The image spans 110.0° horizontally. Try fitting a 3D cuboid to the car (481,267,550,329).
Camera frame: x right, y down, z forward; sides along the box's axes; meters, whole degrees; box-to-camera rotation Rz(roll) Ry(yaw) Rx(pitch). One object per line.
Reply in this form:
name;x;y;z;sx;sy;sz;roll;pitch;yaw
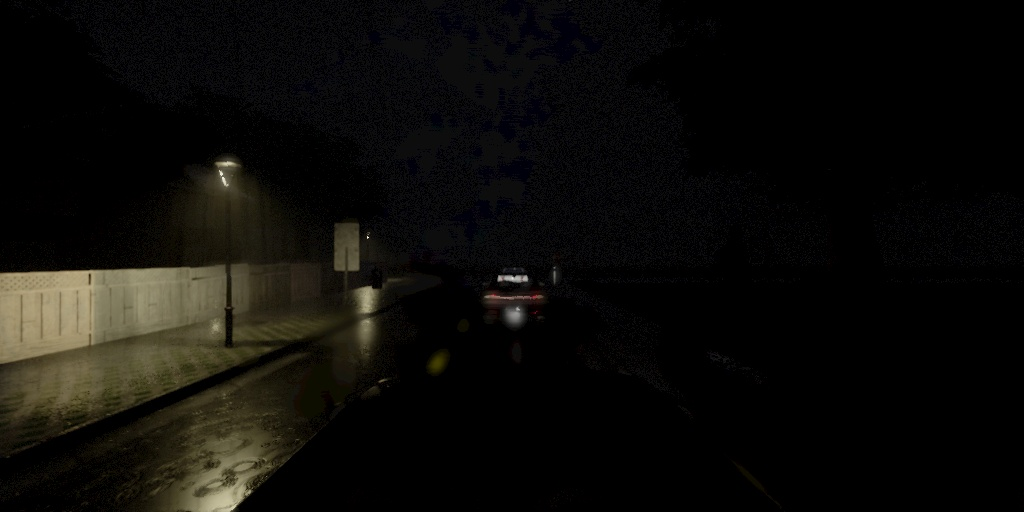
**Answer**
car;0.079;1.266;11.309;2.128;1.511;4.902;0;0;0
